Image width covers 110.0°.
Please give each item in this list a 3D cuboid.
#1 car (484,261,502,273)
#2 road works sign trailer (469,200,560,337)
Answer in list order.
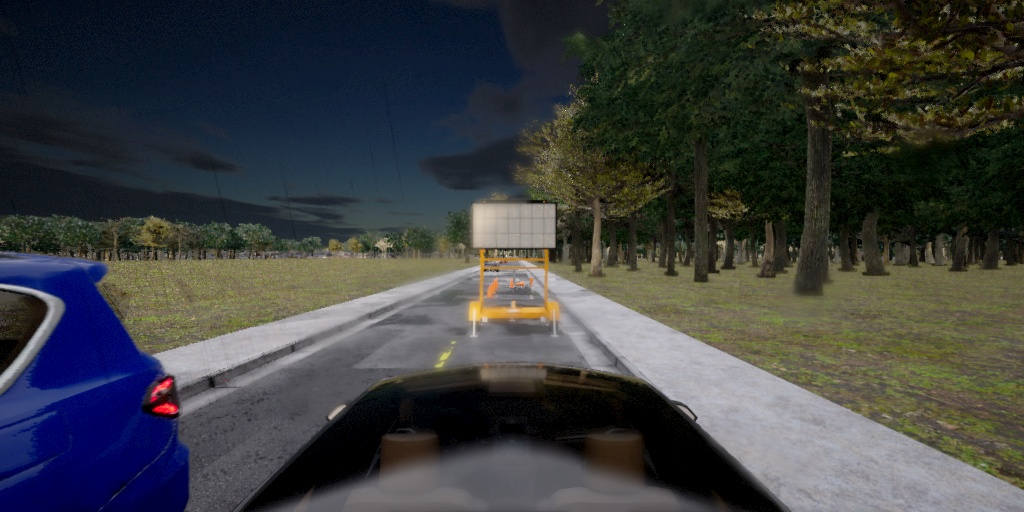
[{"bbox_3d":[-2.562,1.314,42.491,1.994,1.385,4.181,0,0,0],"label":"car"},{"bbox_3d":[0.067,0.214,10.256,2.380,3.560,2.880,0,0,0],"label":"road works sign trailer"}]
